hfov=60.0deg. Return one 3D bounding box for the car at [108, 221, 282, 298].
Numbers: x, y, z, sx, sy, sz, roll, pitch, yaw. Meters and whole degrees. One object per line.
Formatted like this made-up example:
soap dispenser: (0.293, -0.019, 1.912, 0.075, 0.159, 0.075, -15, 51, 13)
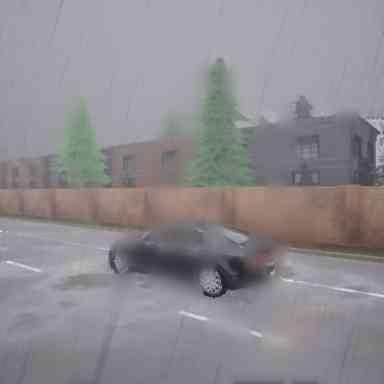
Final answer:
car: (-0.152, 1.529, 8.652, 4.892, 1.490, 1.837, 0, 0, 37)
